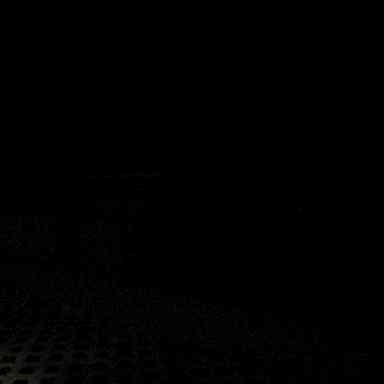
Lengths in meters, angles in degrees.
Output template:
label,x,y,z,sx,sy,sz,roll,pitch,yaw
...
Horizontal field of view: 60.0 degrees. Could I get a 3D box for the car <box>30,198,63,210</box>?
label,x,y,z,sx,sy,sz,roll,pitch,yaw
car,-18.050,1.491,41.621,1.895,1.301,4.718,1,0,2

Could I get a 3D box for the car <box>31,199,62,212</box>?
label,x,y,z,sx,sy,sz,roll,pitch,yaw
car,-15.468,1.466,34.700,1.994,1.385,4.181,1,0,4
